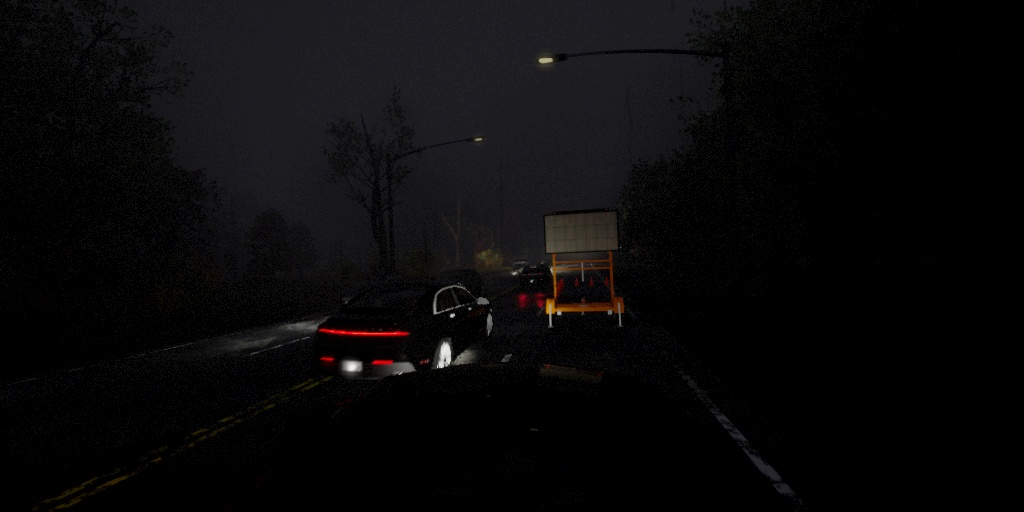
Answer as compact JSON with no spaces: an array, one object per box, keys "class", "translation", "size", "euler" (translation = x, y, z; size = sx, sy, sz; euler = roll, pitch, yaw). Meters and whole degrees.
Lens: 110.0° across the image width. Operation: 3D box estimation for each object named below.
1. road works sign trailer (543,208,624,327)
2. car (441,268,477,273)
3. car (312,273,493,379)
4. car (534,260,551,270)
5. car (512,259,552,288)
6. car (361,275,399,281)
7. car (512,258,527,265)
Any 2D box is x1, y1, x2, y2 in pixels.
[{"class":"road works sign trailer","translation":[2.402,0.289,11.846],"size":[2.380,3.560,2.880],"euler":[0,0,11]},{"class":"car","translation":[-2.988,1.460,19.038],"size":[2.097,1.767,4.553],"euler":[-3,0,11]},{"class":"car","translation":[-1.702,1.256,7.194],"size":[1.837,1.490,4.892],"euler":[0,-1,11]},{"class":"car","translation":[5.172,1.485,59.988],"size":[2.128,1.511,4.902],"euler":[-3,0,12]},{"class":"car","translation":[1.715,1.286,25.142],"size":[2.128,1.511,4.902],"euler":[-4,2,11]},{"class":"car","translation":[-6.556,1.746,17.665],"size":[2.128,1.511,4.902],"euler":[-3,0,11]},{"class":"car","translation":[1.480,1.365,58.225],"size":[2.150,2.045,5.566],"euler":[-3,0,12]}]
